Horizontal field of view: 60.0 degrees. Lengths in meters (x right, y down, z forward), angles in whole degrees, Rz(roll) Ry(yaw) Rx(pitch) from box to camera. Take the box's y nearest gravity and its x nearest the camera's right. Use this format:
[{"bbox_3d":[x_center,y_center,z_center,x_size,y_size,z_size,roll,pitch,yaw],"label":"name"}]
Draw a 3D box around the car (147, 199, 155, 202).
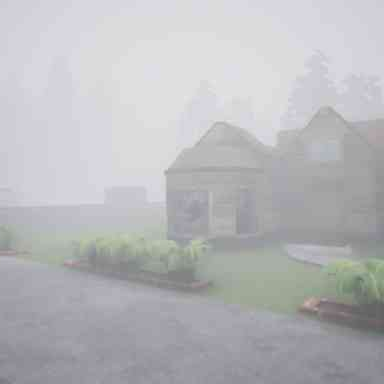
[{"bbox_3d":[-8.849,1.933,59.790,2.033,1.411,5.357,-1,0,36],"label":"car"}]
